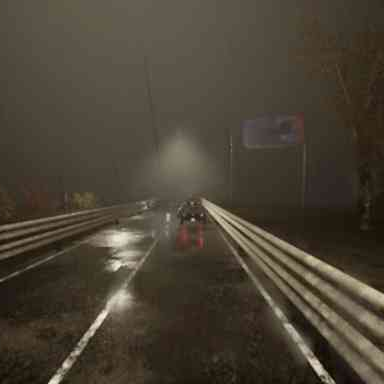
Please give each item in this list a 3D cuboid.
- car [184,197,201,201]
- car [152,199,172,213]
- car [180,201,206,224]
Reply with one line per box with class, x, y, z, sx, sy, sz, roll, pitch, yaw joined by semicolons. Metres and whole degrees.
car;0.045;1.428;41.533;2.097;1.767;4.553;0;0;0
car;-3.367;1.575;38.114;1.837;1.490;4.892;0;-1;0
car;0.068;1.647;25.422;1.895;1.301;4.718;0;0;0
